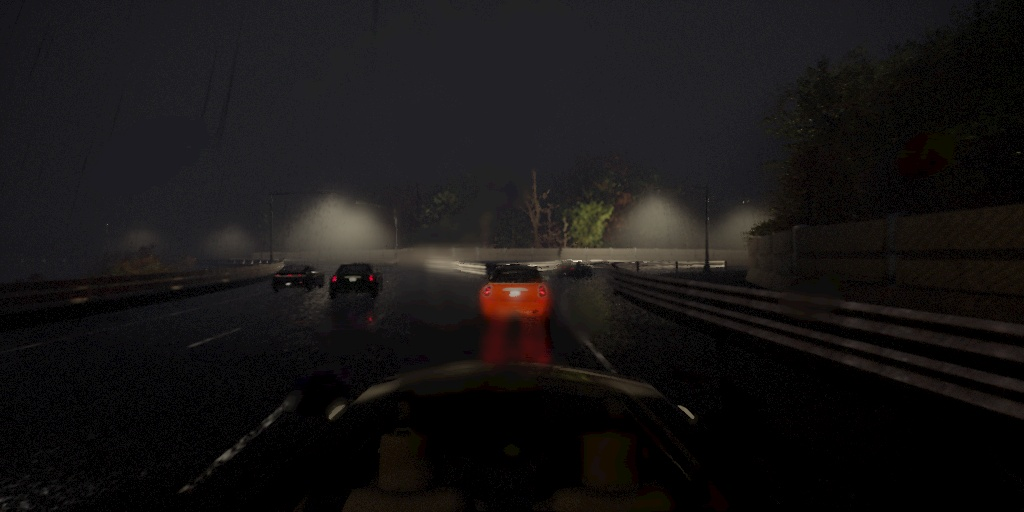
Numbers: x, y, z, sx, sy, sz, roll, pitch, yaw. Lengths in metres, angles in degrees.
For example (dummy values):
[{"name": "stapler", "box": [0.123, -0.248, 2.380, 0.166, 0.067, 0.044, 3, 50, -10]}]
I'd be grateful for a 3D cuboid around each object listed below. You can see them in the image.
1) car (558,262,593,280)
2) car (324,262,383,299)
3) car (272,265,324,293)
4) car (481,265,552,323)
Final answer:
[{"name": "car", "box": [5.541, 1.228, 30.913, 2.128, 1.511, 4.902, 0, 0, 30]}, {"name": "car", "box": [-7.873, 1.096, 18.478, 2.097, 1.767, 4.553, 0, 0, -16]}, {"name": "car", "box": [-12.185, 1.233, 20.737, 2.128, 1.511, 4.902, 0, 0, -17]}, {"name": "car", "box": [0.259, 1.097, 12.372, 2.097, 1.767, 4.553, 0, 0, 4]}]
